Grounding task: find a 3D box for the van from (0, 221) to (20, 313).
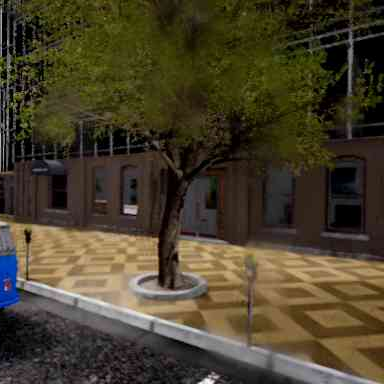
[{"bbox_3d":[-4.908,1.332,6.205,3.998,1.788,1.690,0,1,36],"label":"van"}]
